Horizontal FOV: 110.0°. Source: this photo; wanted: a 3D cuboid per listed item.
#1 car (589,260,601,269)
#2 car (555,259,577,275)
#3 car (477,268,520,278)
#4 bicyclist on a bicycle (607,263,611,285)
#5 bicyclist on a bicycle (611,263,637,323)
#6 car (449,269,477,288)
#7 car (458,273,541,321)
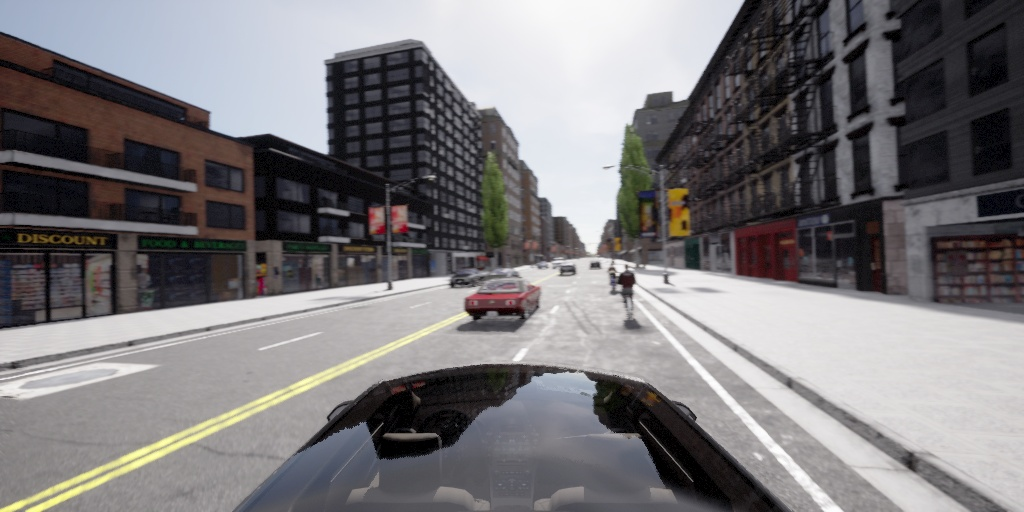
[{"bbox_3d":[13.912,1.358,59.863,1.882,1.535,5.008,-2,0,13],"label":"car"},{"bbox_3d":[6.768,1.448,43.158,2.128,1.511,4.902,-2,-1,13],"label":"car"},{"bbox_3d":[-0.579,1.587,26.533,2.033,1.411,5.357,-2,-1,13],"label":"car"},{"bbox_3d":[5.608,1.205,20.014,0.582,1.620,1.656,-2,-1,13],"label":"bicyclist on a bicycle"},{"bbox_3d":[3.571,1.098,11.132,0.659,1.776,1.843,-2,0,13],"label":"bicyclist on a bicycle"},{"bbox_3d":[-3.446,1.725,28.538,1.994,1.385,4.181,-2,-1,13],"label":"car"},{"bbox_3d":[-0.105,1.479,13.149,1.895,1.301,4.718,-2,-1,13],"label":"car"}]
